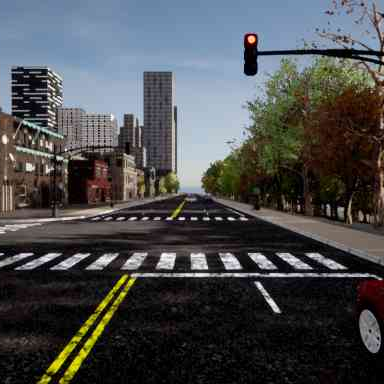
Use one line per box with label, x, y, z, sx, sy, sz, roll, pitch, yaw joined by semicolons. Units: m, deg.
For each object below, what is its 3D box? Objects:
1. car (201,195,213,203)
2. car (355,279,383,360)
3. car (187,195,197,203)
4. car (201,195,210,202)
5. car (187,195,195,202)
car;3.205;1.523;65.794;2.033;1.411;5.357;0;0;0
car;3.344;1.477;2.928;1.882;1.535;5.008;0;0;0
car;-0.045;1.575;67.309;1.895;1.301;4.718;0;0;0
car;3.088;1.470;76.289;1.837;1.490;4.892;0;0;0
car;-0.167;1.469;77.348;1.837;1.490;4.892;0;0;0
